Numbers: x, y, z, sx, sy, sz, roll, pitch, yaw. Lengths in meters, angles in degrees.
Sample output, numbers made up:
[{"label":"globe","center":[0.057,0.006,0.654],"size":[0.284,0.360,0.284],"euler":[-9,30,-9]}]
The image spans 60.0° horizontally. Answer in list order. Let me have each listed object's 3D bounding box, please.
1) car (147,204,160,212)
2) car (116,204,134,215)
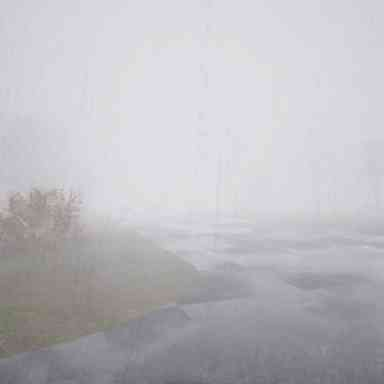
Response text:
[{"label":"car","center":[-8.180,3.333,70.951],"size":[2.097,1.767,4.553],"euler":[-1,-1,-18]},{"label":"car","center":[-12.425,3.397,61.400],"size":[1.837,1.490,4.892],"euler":[-1,-1,-17]}]
